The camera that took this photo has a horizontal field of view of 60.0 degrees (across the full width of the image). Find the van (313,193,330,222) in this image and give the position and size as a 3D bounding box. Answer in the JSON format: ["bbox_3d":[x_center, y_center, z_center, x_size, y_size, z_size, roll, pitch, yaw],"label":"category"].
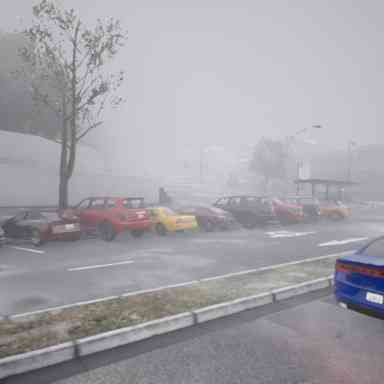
[{"bbox_3d":[7.846,1.288,25.518,4.442,1.987,1.878,-1,-1,35],"label":"van"}]

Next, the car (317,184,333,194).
[{"bbox_3d":[23.521,-0.447,58.202,2.435,2.045,5.566,7,3,35],"label":"car"}]

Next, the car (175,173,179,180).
[{"bbox_3d":[-2.505,-4.382,95.040,2.435,2.045,5.566,1,-1,35],"label":"car"}]

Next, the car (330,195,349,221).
[{"bbox_3d":[10.259,1.394,27.264,4.553,1.767,2.185,-1,-1,35],"label":"car"}]

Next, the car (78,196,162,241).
[{"bbox_3d":[-4.577,1.245,16.956,5.566,2.045,2.435,-1,-1,35],"label":"car"}]

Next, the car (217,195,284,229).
[{"bbox_3d":[2.788,1.256,22.154,5.566,2.045,2.435,-1,-1,35],"label":"car"}]

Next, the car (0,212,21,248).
[{"bbox_3d":[-9.448,1.493,13.474,4.892,1.521,2.231,-1,-1,35],"label":"car"}]

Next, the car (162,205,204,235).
[{"bbox_3d":[-2.253,1.499,18.779,5.366,1.575,1.946,-1,-1,35],"label":"car"}]

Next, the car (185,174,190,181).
[{"bbox_3d":[0.987,-3.870,90.216,2.185,1.767,4.553,6,3,34],"label":"car"}]

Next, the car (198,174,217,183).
[{"bbox_3d":[4.622,-3.196,85.483,1.946,1.575,5.366,7,3,34],"label":"car"}]

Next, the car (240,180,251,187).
[{"bbox_3d":[13.277,-1.832,73.173,1.946,1.575,5.366,7,3,35],"label":"car"}]

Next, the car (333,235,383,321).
[{"bbox_3d":[4.841,1.484,6.560,5.008,1.535,1.882,0,0,-35],"label":"car"}]

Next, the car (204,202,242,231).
[{"bbox_3d":[0.357,1.543,20.401,4.674,1.452,2.002,-1,-1,35],"label":"car"}]

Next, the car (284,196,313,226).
[{"bbox_3d":[5.304,1.260,23.854,5.566,2.045,2.435,-1,-1,35],"label":"car"}]

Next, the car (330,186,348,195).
[{"bbox_3d":[25.207,0.116,55.726,2.002,1.452,4.674,7,3,35],"label":"car"}]

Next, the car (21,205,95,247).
[{"bbox_3d":[-7.025,1.523,15.216,4.792,1.488,2.163,-1,-1,35],"label":"car"}]

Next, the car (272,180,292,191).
[{"bbox_3d":[18.325,-1.013,65.598,2.231,1.521,4.892,7,3,35],"label":"car"}]

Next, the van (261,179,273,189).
[{"bbox_3d":[16.570,-1.511,67.964,1.878,1.987,4.442,7,4,35],"label":"van"}]

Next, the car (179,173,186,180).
[{"bbox_3d":[-0.738,-4.105,92.689,2.185,1.767,4.553,4,1,34],"label":"car"}]

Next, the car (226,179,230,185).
[{"bbox_3d":[9.713,-2.337,77.963,2.002,1.452,4.674,7,3,35],"label":"car"}]

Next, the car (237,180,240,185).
[{"bbox_3d":[11.450,-2.064,75.497,2.002,1.452,4.674,7,4,35],"label":"car"}]

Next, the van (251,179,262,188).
[{"bbox_3d":[14.846,-1.784,70.439,1.878,1.987,4.442,7,4,35],"label":"van"}]

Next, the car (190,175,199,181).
[{"bbox_3d":[2.776,-3.719,87.746,2.435,2.045,5.566,7,4,34],"label":"car"}]
